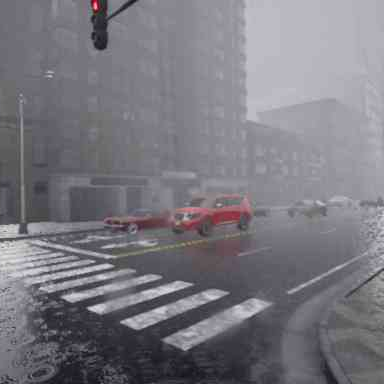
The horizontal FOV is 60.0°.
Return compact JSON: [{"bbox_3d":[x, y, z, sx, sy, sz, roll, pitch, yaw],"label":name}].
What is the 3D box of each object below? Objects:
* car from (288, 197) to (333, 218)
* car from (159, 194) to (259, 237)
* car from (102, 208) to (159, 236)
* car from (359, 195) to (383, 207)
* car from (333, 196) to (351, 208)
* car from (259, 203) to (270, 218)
[{"bbox_3d":[9.724,1.320,27.705,1.812,1.442,4.674,-1,0,42],"label":"car"},{"bbox_3d":[1.123,1.158,18.281,2.150,2.045,5.566,-1,0,42],"label":"car"},{"bbox_3d":[-2.675,1.609,18.929,1.895,1.301,4.718,-1,0,42],"label":"car"},{"bbox_3d":[22.824,1.131,41.961,2.033,1.411,5.357,-1,0,43],"label":"car"},{"bbox_3d":[18.615,1.186,42.200,1.812,1.442,4.674,-1,0,43],"label":"car"},{"bbox_3d":[4.567,1.453,26.873,1.994,1.385,4.181,-1,0,42],"label":"car"}]
